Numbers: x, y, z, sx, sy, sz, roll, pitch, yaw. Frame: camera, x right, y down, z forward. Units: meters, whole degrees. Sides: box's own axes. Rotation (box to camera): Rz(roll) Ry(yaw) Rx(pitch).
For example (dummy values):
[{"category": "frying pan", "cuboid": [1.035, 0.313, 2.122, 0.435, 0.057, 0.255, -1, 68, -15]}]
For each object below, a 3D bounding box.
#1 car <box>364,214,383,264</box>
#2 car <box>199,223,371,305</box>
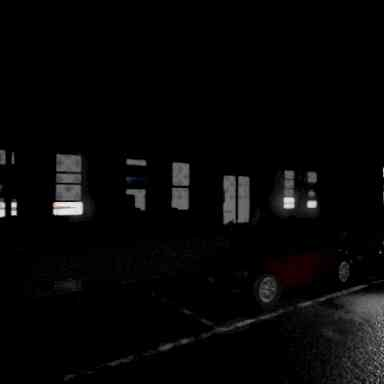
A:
[{"category": "car", "cuboid": [6.740, 1.489, 11.364, 4.097, 1.590, 1.967, 0, 0, -36]}, {"category": "car", "cuboid": [2.229, 1.571, 8.146, 4.507, 1.381, 1.887, 0, 0, -36]}]
